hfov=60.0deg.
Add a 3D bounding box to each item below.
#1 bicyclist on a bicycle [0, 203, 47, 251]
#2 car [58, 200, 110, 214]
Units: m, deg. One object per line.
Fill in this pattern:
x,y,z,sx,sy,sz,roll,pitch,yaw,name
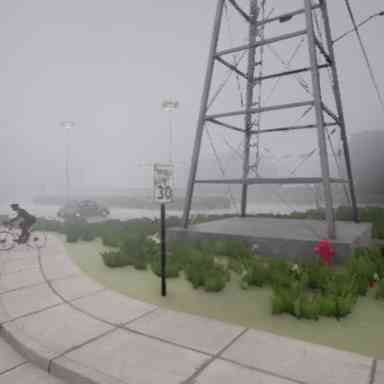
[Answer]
-5.958,1.214,11.577,1.656,1.620,0.582,0,1,-23,bicyclist on a bicycle
-8.358,1.301,25.838,1.784,1.438,3.905,0,1,33,car
